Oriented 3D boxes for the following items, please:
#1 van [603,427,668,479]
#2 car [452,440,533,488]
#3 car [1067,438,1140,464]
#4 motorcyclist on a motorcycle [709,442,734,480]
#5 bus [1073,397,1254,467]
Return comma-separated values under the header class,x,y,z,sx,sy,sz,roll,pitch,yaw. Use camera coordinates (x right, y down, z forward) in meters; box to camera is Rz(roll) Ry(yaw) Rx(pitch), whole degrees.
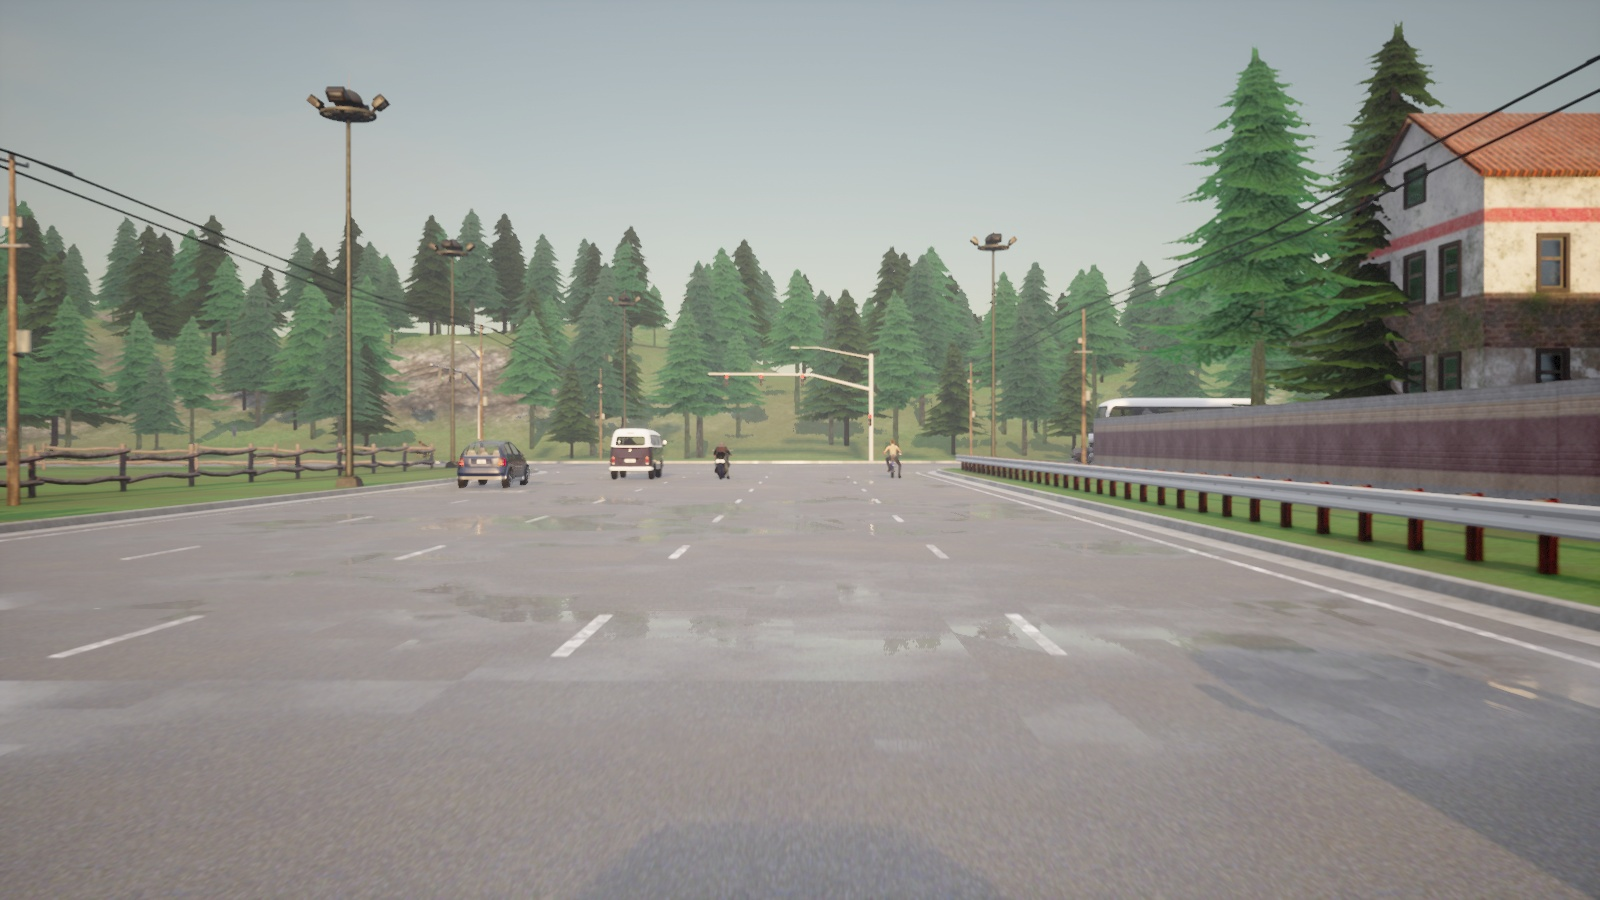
class,x,y,z,sx,sy,sz,roll,pitch,yaw
van,-6.690,0.119,51.532,2.069,2.038,4.480,0,0,0
car,-10.246,0.434,42.137,1.789,1.549,3.705,0,0,0
car,20.785,0.044,86.188,4.553,1.767,2.097,0,0,1
motorcyclist on a motorcycle,-3.194,0.436,51.205,0.866,1.530,2.191,0,0,0
bus,22.771,-1.142,79.155,10.273,4.253,3.944,0,0,1
